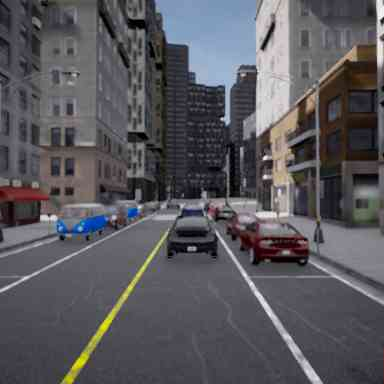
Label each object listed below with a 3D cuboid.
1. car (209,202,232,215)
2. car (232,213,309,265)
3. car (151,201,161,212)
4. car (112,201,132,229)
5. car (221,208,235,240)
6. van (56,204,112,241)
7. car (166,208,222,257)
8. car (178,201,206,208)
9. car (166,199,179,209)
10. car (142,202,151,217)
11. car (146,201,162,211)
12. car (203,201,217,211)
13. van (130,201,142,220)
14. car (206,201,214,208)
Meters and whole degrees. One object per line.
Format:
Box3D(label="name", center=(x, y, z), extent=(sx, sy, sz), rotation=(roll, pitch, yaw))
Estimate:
Box3D(label="car", center=(2.768, 1.861, 28.839), extent=(1.947, 1.339, 4.313), rotation=(1, -1, 0))
Box3D(label="car", center=(2.771, 1.670, 12.012), extent=(1.887, 1.381, 4.507), rotation=(1, -1, 0))
Box3D(label="car", center=(-5.759, 2.010, 45.667), extent=(2.008, 1.369, 4.403), rotation=(1, -1, 0))
Box3D(label="car", center=(-5.755, 1.680, 23.232), extent=(1.967, 1.590, 4.097), rotation=(1, -1, 0))
Box3D(label="car", center=(2.769, 1.765, 17.621), extent=(1.802, 1.307, 4.206), rotation=(1, -1, 0))
Box3D(label="van", center=(-5.753, 1.524, 17.624), extent=(1.690, 1.788, 3.998), rotation=(1, -1, 0))
Box3D(label="car", center=(0.014, 1.648, 13.501), extent=(1.837, 1.490, 4.892), rotation=(0, 0, 0))
Box3D(label="car", center=(0.019, 1.777, 29.253), extent=(1.882, 1.535, 5.008), rotation=(0, 0, 0))
Box3D(label="car", center=(-3.025, 1.896, 54.313), extent=(2.097, 1.767, 4.553), rotation=(0, -1, 0))
Box3D(label="car", center=(-5.758, 1.901, 34.449), extent=(2.008, 1.369, 4.403), rotation=(1, -1, 0))
Box3D(label="car", center=(-5.760, 2.058, 51.275), extent=(1.887, 1.381, 4.507), rotation=(1, -1, 0))
Box3D(label="car", center=(2.765, 2.058, 51.276), extent=(1.887, 1.381, 4.507), rotation=(1, -1, 0))
Box3D(label="van", center=(-5.754, 1.636, 28.842), extent=(1.690, 1.788, 3.998), rotation=(1, -1, 0))
Box3D(label="car", center=(2.768, 1.895, 34.449), extent=(1.887, 1.381, 4.507), rotation=(1, -1, 0))
